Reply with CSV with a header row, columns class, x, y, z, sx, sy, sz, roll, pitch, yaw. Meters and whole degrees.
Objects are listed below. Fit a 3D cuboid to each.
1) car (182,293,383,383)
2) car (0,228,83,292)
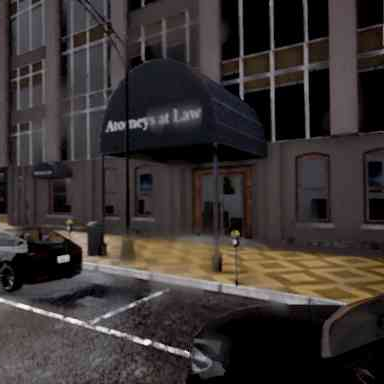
class,x,y,z,sx,sy,sz,roll,pitch,yaw
car,2.135,1.557,2.692,4.674,1.442,1.812,0,0,31
car,-4.817,1.614,8.899,4.313,1.339,1.947,0,-1,31
